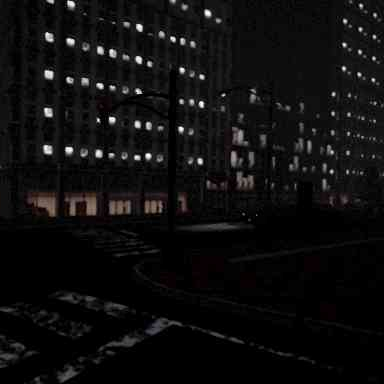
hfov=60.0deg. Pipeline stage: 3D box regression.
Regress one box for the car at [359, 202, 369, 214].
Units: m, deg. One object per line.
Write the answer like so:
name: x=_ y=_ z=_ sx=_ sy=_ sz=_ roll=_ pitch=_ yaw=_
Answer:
car: x=17.740 y=1.823 z=37.906 sx=4.829 sy=1.417 sz=1.752 roll=0 pitch=1 yaw=-35

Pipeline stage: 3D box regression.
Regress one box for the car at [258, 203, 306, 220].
car: x=8.544 y=1.779 z=31.569 sx=4.403 sy=1.369 sz=2.008 roll=0 pitch=1 yaw=-35

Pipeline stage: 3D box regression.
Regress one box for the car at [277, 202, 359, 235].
car: x=8.350 y=1.676 z=21.861 sx=5.009 sy=1.841 sz=2.192 roll=0 pitch=1 yaw=-35

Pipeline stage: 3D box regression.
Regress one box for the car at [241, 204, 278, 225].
car: x=6.272 y=1.854 z=27.014 sx=4.718 sy=1.301 sz=1.895 roll=0 pitch=1 yaw=-35

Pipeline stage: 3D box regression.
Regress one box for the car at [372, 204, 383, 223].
car: x=17.682 y=1.976 z=28.297 sx=4.507 sy=1.381 sz=1.887 roll=0 pitch=1 yaw=-35

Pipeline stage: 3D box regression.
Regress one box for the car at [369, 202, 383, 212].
car: x=22.548 y=1.900 z=41.220 sx=4.313 sy=1.339 sz=1.947 roll=0 pitch=1 yaw=-35
